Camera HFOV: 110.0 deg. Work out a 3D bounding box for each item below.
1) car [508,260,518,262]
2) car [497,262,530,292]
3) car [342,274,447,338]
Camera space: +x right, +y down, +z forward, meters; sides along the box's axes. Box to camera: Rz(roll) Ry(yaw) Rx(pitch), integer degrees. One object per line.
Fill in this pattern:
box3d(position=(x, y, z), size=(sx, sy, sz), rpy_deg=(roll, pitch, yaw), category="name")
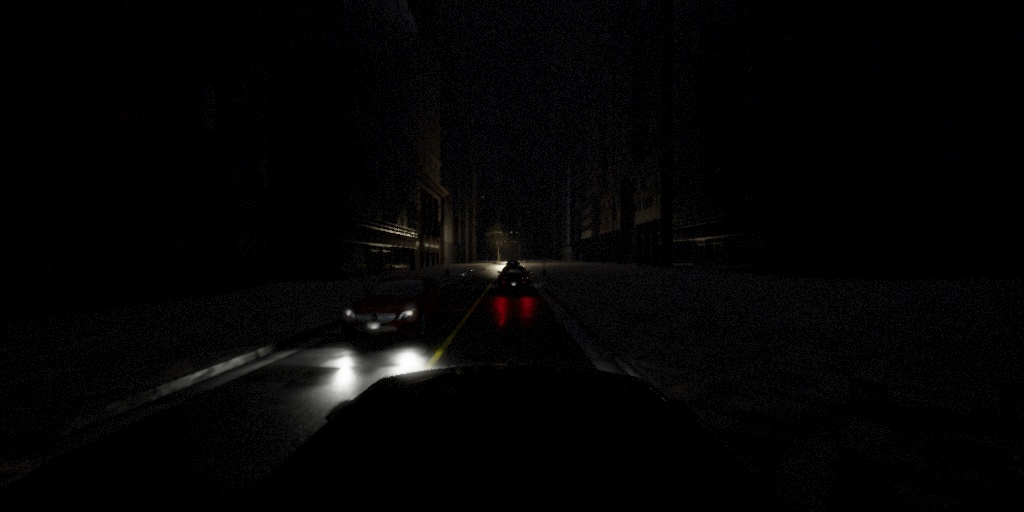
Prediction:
box3d(position=(0.102, 1.287, 46.911), size=(1.812, 1.442, 4.674), rpy_deg=(0, 0, 0), category="car")
box3d(position=(0.095, 1.284, 21.087), size=(1.812, 1.442, 4.674), rpy_deg=(0, 0, 0), category="car")
box3d(position=(-3.081, 1.281, 10.361), size=(1.812, 1.442, 4.674), rpy_deg=(0, 1, 0), category="car")
